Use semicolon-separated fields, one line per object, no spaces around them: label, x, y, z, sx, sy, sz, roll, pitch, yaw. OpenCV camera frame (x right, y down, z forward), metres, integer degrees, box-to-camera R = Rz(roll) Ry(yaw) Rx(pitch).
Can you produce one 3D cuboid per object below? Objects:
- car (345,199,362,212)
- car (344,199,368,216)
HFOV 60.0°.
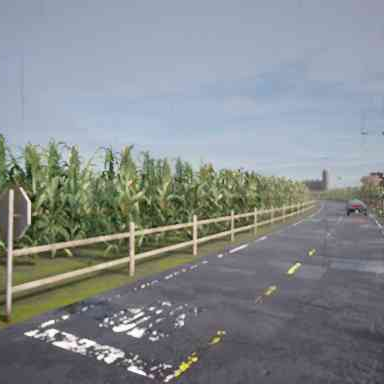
car;21.636;1.764;44.633;1.837;1.490;4.892;0;0;23
car;17.478;1.715;35.348;1.837;1.490;4.892;0;0;25
